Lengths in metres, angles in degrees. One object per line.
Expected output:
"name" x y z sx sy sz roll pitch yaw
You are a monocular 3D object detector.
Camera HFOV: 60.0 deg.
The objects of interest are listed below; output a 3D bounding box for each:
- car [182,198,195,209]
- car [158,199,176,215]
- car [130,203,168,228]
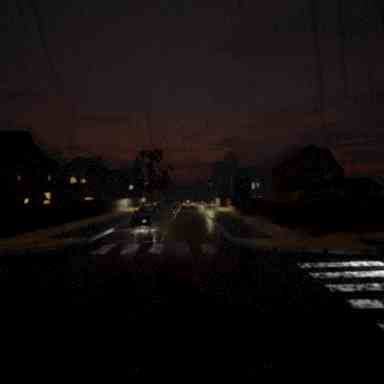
"car" -0.584 1.926 51.645 1.895 1.301 4.718 0 -1 -1
"car" -3.223 1.744 37.557 2.033 1.411 5.357 0 0 -1
"car" -3.011 1.665 22.978 1.994 1.385 4.181 0 0 0
